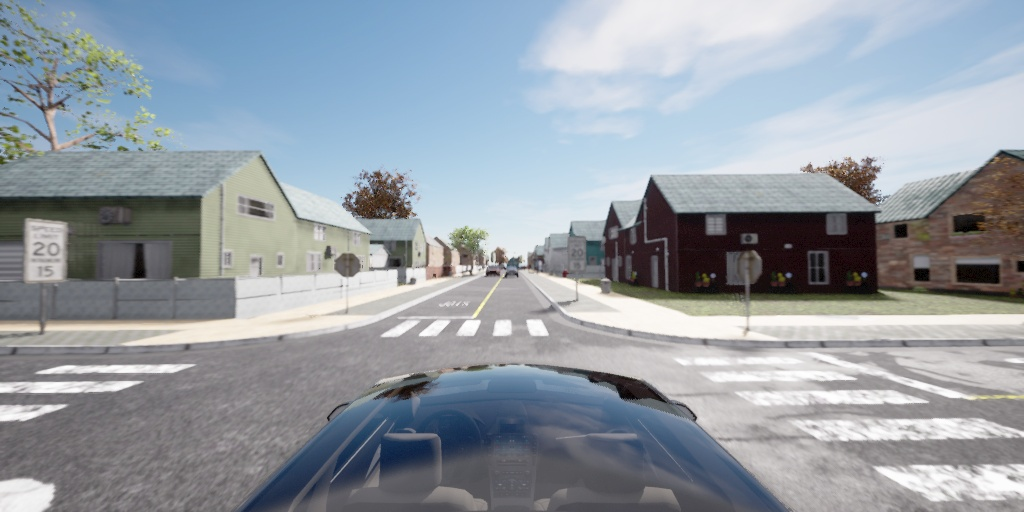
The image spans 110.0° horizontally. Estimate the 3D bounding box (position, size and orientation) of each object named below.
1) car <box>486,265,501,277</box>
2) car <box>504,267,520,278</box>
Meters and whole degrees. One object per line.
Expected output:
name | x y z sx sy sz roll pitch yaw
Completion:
car | -2.759 2.112 53.240 2.097 1.767 4.553 0 -1 0
car | -0.009 2.169 48.622 1.812 1.442 4.674 0 -1 0
